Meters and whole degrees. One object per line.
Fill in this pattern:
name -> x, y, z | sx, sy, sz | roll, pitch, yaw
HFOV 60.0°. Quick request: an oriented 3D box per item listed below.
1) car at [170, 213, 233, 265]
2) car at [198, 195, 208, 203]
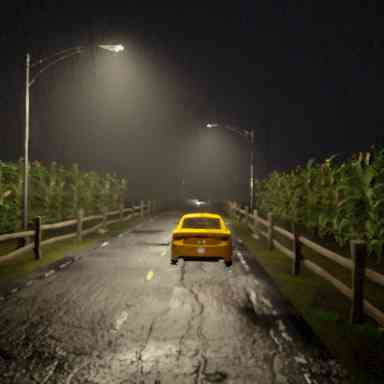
car -> 0.346, 1.497, 11.831 | 1.882, 1.535, 5.008 | 1, 0, 2
car -> 2.509, 1.557, 76.201 | 2.097, 1.767, 4.553 | 1, 0, 2
